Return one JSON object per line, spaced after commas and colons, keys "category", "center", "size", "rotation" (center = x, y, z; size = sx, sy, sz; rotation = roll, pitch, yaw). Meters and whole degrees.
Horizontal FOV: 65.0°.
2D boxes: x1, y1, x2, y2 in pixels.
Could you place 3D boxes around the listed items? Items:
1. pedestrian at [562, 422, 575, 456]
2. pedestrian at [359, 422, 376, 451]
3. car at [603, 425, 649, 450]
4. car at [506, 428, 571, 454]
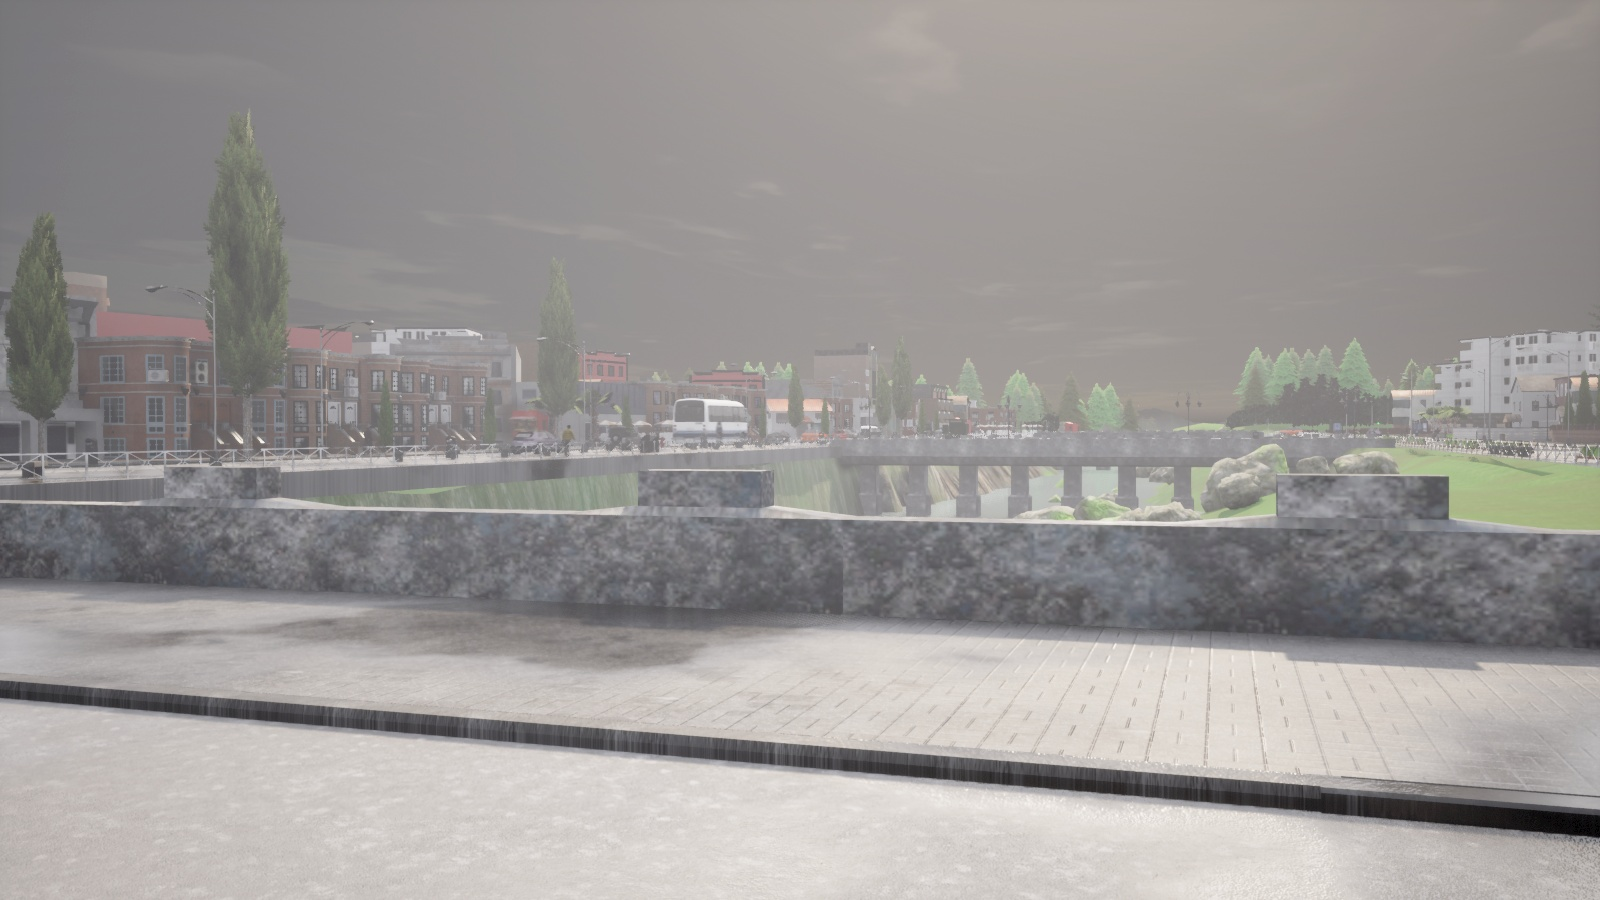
{"category": "pedestrian", "center": [-12.788, -0.621, 69.312], "size": [0.431, 1.840, 0.709], "rotation": [0, 1, 17]}
{"category": "pedestrian", "center": [-27.968, -0.869, 81.232], "size": [0.634, 1.844, 0.899], "rotation": [1, 1, 20]}
{"category": "car", "center": [-13.134, -0.949, 95.079], "size": [1.905, 1.878, 3.866], "rotation": [1, 1, 19]}
{"category": "car", "center": [-17.202, -0.637, 82.976], "size": [2.033, 1.649, 4.856], "rotation": [1, 1, 19]}
